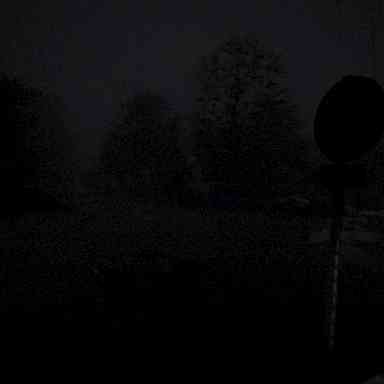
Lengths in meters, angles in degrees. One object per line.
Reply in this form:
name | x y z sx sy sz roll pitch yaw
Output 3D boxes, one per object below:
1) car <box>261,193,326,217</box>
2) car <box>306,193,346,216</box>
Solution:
car | 7.254 1.010 25.121 2.002 1.452 4.674 2 2 -30
car | 9.974 0.936 26.758 2.185 1.767 4.553 2 2 -30
